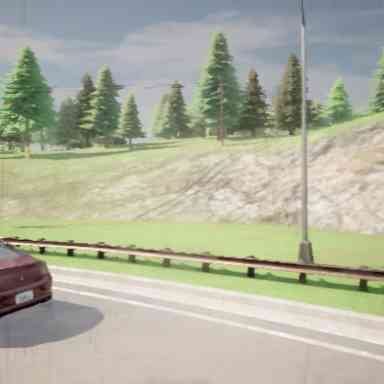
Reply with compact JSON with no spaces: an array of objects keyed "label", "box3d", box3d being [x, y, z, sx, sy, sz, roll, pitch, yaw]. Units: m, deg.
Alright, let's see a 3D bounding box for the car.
[{"label":"car","box3d":[-4.718,1.500,6.244,4.674,1.442,1.812,0,0,26]}]
